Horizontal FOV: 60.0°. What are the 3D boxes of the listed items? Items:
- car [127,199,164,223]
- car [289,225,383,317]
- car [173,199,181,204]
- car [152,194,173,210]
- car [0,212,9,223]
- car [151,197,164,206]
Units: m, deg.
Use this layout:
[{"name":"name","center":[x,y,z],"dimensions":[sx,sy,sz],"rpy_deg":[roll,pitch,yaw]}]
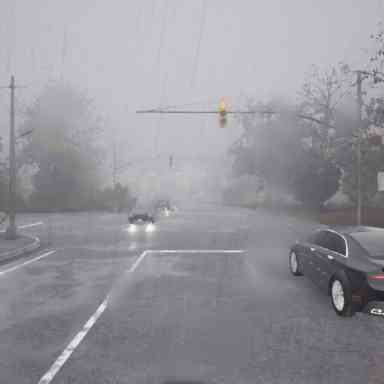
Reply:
[{"name":"car","center":[-3.591,1.547,25.536],"dimensions":[2.033,1.411,5.357],"rpy_deg":[0,0,0]},{"name":"car","center":[3.599,1.505,7.441],"dimensions":[1.837,1.490,4.892],"rpy_deg":[0,0,1]},{"name":"car","center":[-4.368,2.432,83.174],"dimensions":[1.895,1.301,4.718],"rpy_deg":[0,-1,-22]},{"name":"car","center":[-4.045,1.309,44.243],"dimensions":[2.150,2.045,5.566],"rpy_deg":[0,-1,-2]},{"name":"car","center":[-15.474,1.675,23.045],"dimensions":[4.718,1.301,1.895],"rpy_deg":[-1,0,-3]},{"name":"car","center":[-7.247,1.918,69.114],"dimensions":[2.097,1.767,4.553],"rpy_deg":[0,-1,-13]}]
